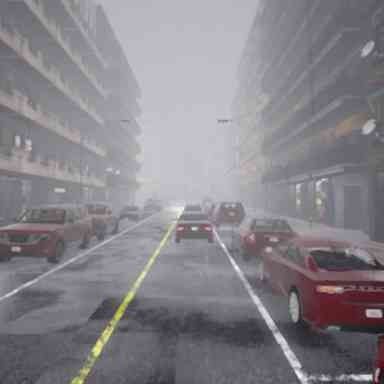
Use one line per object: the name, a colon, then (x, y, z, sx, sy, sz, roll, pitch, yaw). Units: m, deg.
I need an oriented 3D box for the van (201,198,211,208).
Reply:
van: (2.552, 1.972, 62.259, 1.690, 1.788, 3.998, 1, -1, 0)

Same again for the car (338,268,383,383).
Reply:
car: (2.583, 1.558, 1.416, 1.887, 1.381, 4.507, 1, -1, 0)

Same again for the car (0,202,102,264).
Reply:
car: (-5.292, 1.427, 12.540, 2.192, 1.841, 5.009, 1, -1, 0)

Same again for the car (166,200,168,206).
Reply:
car: (-5.298, 2.048, 51.250, 1.887, 1.381, 4.507, 1, -1, 0)

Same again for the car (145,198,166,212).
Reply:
car: (-5.293, 1.756, 45.721, 2.192, 1.841, 5.009, 1, -1, 0)

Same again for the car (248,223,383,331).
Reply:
car: (2.583, 1.606, 6.946, 1.887, 1.381, 4.507, 1, -1, 0)

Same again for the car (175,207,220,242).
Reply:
car: (0.100, 1.702, 17.231, 2.033, 1.411, 5.357, 0, -1, 0)

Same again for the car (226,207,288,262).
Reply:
car: (2.593, 1.551, 12.478, 1.967, 1.590, 4.097, 1, -1, 0)

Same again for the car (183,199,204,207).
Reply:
car: (0.103, 1.826, 35.751, 2.128, 1.511, 4.902, 0, -1, 0)

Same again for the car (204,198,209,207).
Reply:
car: (2.551, 1.763, 34.602, 1.967, 1.590, 4.097, 1, -1, 0)

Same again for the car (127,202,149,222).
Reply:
car: (-5.298, 1.834, 29.130, 1.947, 1.339, 4.313, 1, -1, 0)

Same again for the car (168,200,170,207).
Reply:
car: (-5.299, 2.282, 67.842, 1.802, 1.307, 4.206, 1, -1, 0)

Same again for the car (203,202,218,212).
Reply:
car: (2.548, 2.022, 45.663, 1.802, 1.307, 4.206, 1, -1, 0)

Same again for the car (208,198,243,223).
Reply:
car: (2.554, 1.529, 23.541, 2.192, 1.841, 5.009, 1, -1, 0)

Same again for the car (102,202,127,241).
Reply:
car: (-5.292, 1.478, 18.070, 2.192, 1.841, 5.009, 1, -1, 0)
